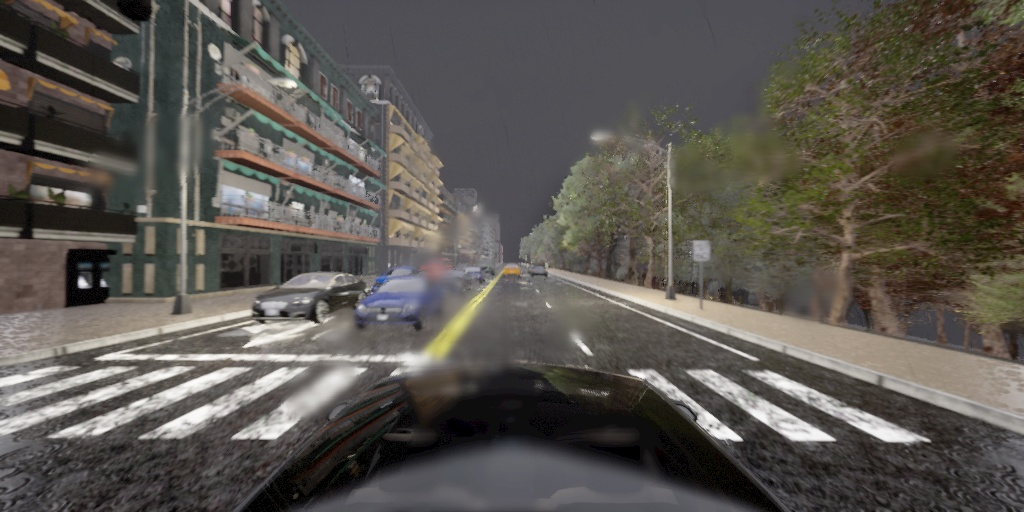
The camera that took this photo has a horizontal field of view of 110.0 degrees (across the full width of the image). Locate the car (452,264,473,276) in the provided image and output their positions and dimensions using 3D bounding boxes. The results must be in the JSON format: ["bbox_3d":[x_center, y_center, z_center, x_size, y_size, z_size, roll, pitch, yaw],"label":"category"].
[{"bbox_3d":[-6.513,1.779,47.388,2.128,1.511,4.902,0,-1,0],"label":"car"}]

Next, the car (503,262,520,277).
[{"bbox_3d":[-0.012,1.710,43.211,1.882,1.535,5.008,0,-1,0],"label":"car"}]

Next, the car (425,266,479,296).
[{"bbox_3d":[-3.354,1.494,21.186,2.033,1.411,5.357,0,-1,0],"label":"car"}]

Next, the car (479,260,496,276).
[{"bbox_3d":[-3.276,1.474,45.825,2.150,2.045,5.566,0,-1,0],"label":"car"}]

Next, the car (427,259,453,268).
[{"bbox_3d":[-6.597,1.283,32.199,2.150,2.045,5.566,0,-1,0],"label":"car"}]

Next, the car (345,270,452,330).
[{"bbox_3d":[-3.340,1.357,11.598,1.812,1.442,4.674,0,-1,0],"label":"car"}]

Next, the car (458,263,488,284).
[{"bbox_3d":[-3.341,1.593,31.158,1.812,1.442,4.674,0,-1,0],"label":"car"}]

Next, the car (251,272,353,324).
[{"bbox_3d":[-6.601,1.314,12.328,2.128,1.511,4.902,0,-1,0],"label":"car"}]

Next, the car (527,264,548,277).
[{"bbox_3d":[3.238,1.819,43.628,1.994,1.385,4.181,0,-1,0],"label":"car"}]

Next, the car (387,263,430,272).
[{"bbox_3d":[-6.599,1.411,21.562,1.882,1.535,5.008,0,-1,0],"label":"car"}]

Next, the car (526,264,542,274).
[{"bbox_3d":[3.234,1.926,53.634,2.033,1.411,5.357,0,-1,0],"label":"car"}]
